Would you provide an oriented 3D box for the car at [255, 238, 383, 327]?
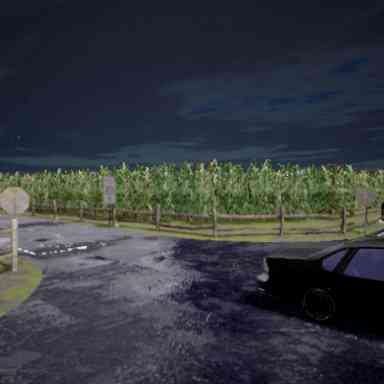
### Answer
[{"bbox_3d":[3.718,1.516,5.391,5.357,1.411,2.033,0,1,41],"label":"car"}]
